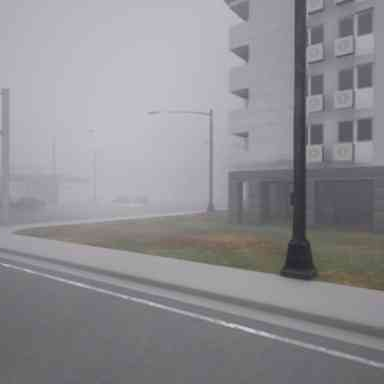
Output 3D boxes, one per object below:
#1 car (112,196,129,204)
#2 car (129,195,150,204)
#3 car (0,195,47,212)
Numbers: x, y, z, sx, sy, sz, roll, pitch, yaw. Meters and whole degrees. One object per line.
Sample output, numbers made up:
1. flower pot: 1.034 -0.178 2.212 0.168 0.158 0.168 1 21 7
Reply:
1. car: -12.240 1.333 57.677 1.994 1.385 4.181 0 0 9
2. car: -8.716 1.275 57.658 2.128 1.511 4.902 0 0 8
3. car: -18.266 1.288 35.789 1.882 1.535 5.008 0 0 35
